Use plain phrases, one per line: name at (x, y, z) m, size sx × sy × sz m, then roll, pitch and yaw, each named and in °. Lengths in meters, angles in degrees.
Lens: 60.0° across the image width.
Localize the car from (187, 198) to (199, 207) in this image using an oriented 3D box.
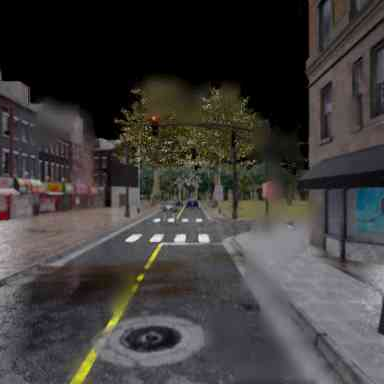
car at (0.106, 1.844, 57.714) m, size 1.882 × 1.535 × 5.008 m, roll 0°, pitch 0°, yaw 0°

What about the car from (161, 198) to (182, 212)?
car at (-2.834, 1.748, 42.857) m, size 2.128 × 1.511 × 4.902 m, roll 0°, pitch 0°, yaw 0°
